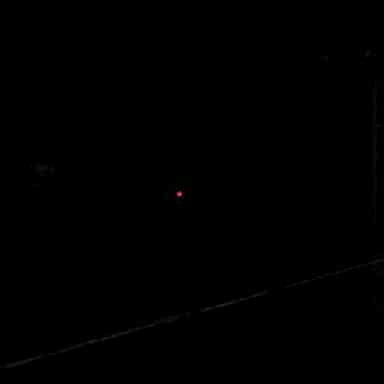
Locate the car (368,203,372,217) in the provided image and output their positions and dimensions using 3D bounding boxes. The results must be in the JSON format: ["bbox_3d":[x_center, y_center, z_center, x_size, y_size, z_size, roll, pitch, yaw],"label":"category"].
[{"bbox_3d":[12.534,1.380,27.460,2.128,1.511,4.902,0,0,-38],"label":"car"}]

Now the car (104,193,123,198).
[{"bbox_3d":[-12.606,1.221,53.985,2.150,2.045,5.566,0,0,-38],"label":"car"}]
